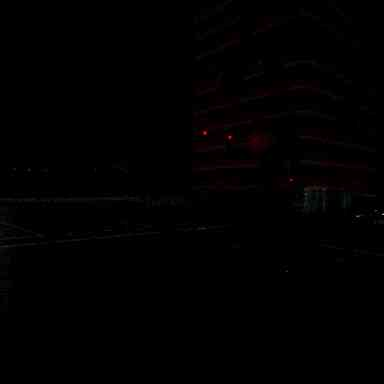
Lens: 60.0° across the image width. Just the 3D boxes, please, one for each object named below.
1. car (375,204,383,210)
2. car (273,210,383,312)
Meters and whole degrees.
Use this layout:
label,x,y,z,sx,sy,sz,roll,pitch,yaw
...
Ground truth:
label,x,y,z,sx,sy,sz,roll,pitch,yaw
car,17.873,1.613,29.577,4.674,1.442,1.812,0,0,-41
car,3.935,1.353,6.426,2.097,1.767,4.553,0,0,-41
